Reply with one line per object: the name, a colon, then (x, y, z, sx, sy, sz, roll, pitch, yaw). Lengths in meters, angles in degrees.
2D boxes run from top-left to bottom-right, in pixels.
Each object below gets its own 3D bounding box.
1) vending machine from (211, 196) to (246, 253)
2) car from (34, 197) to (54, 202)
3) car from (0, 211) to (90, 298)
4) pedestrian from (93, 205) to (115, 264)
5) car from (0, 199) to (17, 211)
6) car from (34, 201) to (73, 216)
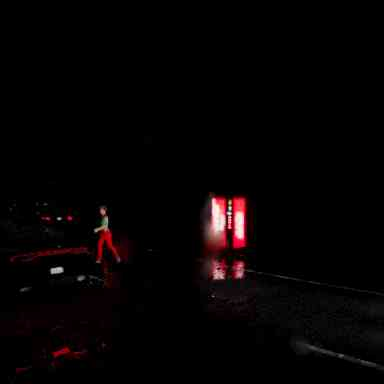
vending machine: (1.423, 1.195, 12.958, 1.100, 2.100, 0.880, 0, 0, -43)
car: (-15.737, 1.352, 35.671, 2.097, 1.767, 4.553, 0, 0, -26)
car: (-4.484, 1.477, 8.705, 1.882, 1.535, 5.008, 0, 0, -43)
pedestrian: (-2.695, 1.294, 10.238, 0.375, 1.860, 0.375, 0, 0, -42)
car: (-14.791, 1.351, 25.686, 2.097, 1.767, 4.553, 0, 0, -26)
car: (-8.544, 1.546, 20.771, 2.033, 1.411, 5.357, 0, 0, -27)
